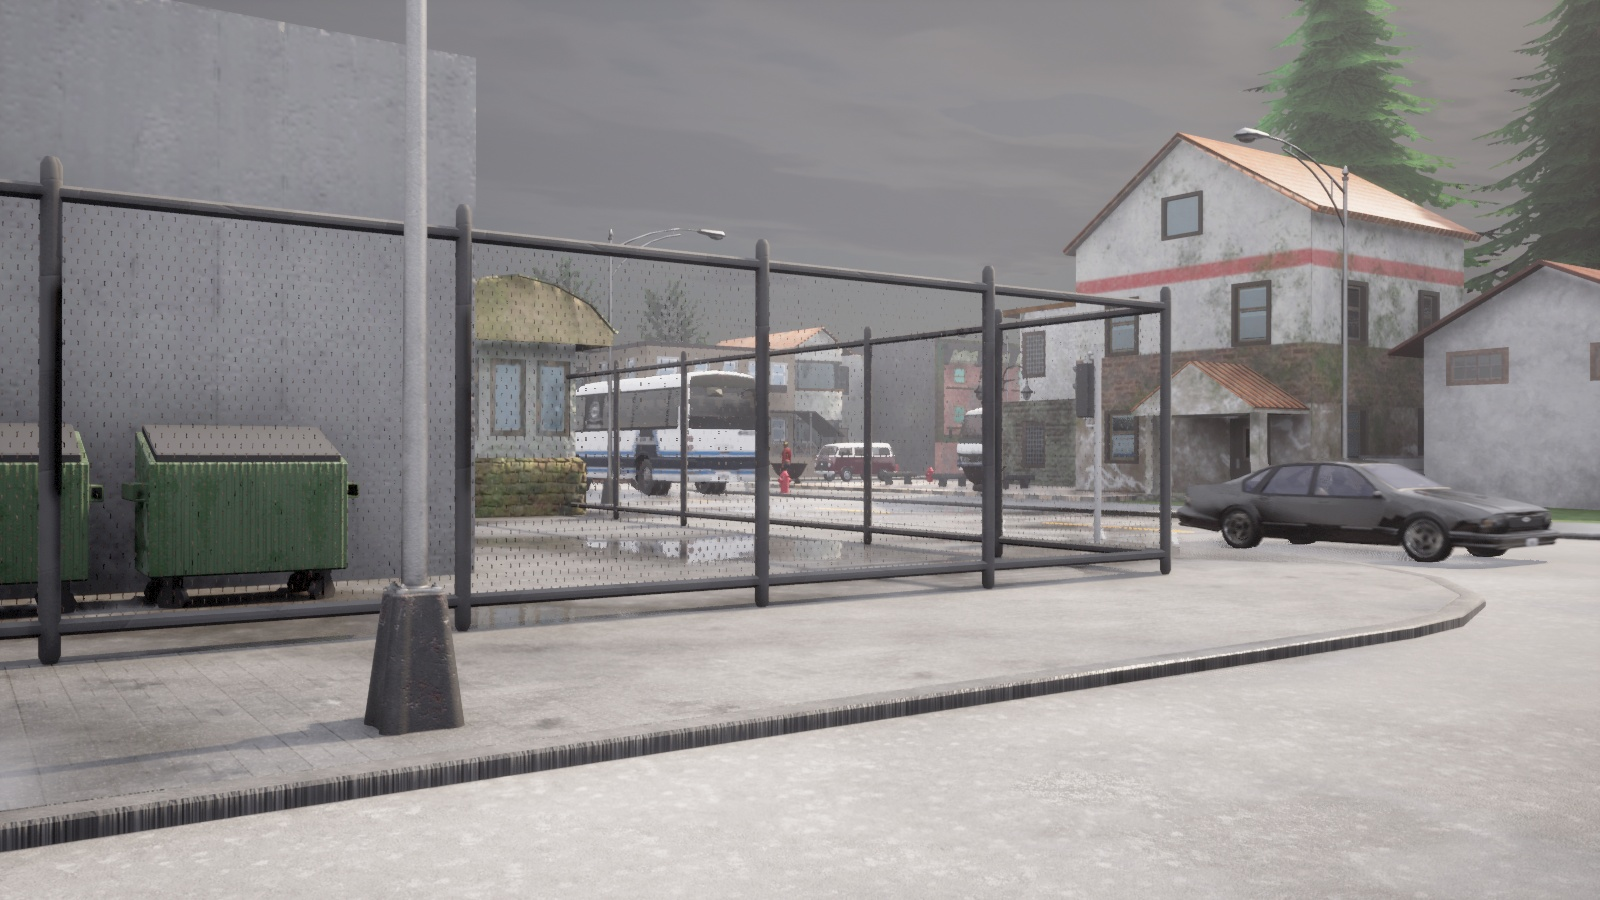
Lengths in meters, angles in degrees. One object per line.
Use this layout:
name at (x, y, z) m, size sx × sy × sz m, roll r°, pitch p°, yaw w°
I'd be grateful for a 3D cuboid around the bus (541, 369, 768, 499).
bus at (-5.682, -0.506, 46.612) m, size 3.944 × 4.253 × 10.273 m, roll 0°, pitch 0°, yaw -35°

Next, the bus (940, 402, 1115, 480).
bus at (13.354, -0.481, 73.223) m, size 10.273 × 4.253 × 3.944 m, roll 0°, pitch 0°, yaw -35°

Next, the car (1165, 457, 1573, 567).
car at (8.383, 0.821, 19.081) m, size 2.033 × 1.411 × 5.357 m, roll 0°, pitch 0°, yaw -35°

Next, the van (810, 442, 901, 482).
van at (2.929, 0.624, 66.090) m, size 4.480 × 2.038 × 2.069 m, roll 0°, pitch 0°, yaw -35°

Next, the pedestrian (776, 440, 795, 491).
pedestrian at (-0.533, 0.564, 46.224) m, size 0.636 × 1.846 × 0.331 m, roll 0°, pitch 0°, yaw 39°
